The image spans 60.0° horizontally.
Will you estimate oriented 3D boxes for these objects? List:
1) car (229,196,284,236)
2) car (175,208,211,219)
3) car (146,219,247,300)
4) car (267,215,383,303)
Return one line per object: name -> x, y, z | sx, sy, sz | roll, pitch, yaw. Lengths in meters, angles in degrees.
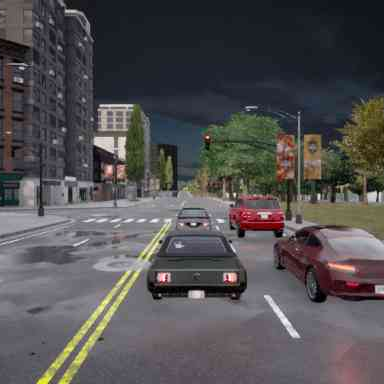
car -> 3.317, 1.217, 17.898 | 2.150, 2.045, 5.566 | 0, 0, 0
car -> 0.068, 1.543, 17.938 | 2.033, 1.411, 5.357 | 0, 0, 0
car -> 0.085, 1.599, 8.346 | 1.895, 1.301, 4.718 | 0, 0, 0
car -> 3.338, 1.524, 8.085 | 1.812, 1.442, 4.674 | 0, 0, 0
